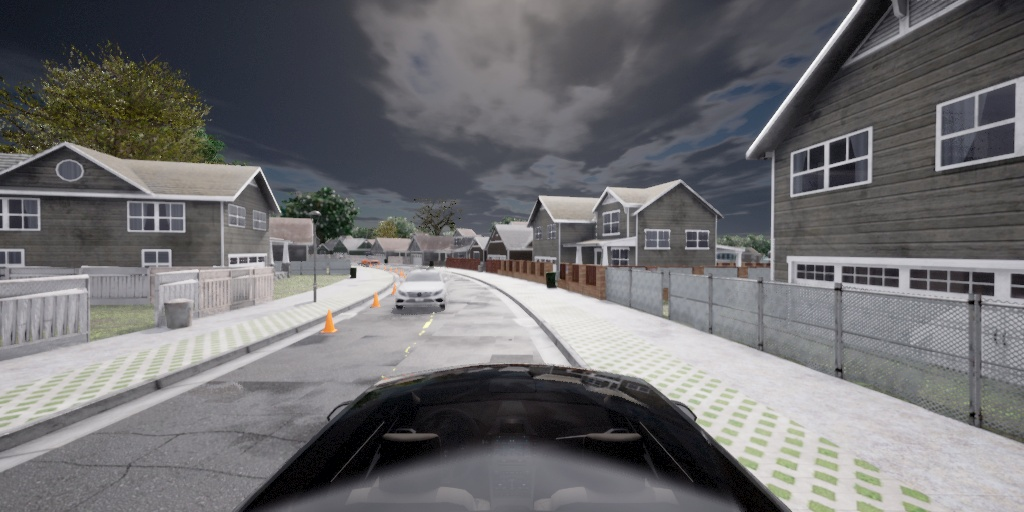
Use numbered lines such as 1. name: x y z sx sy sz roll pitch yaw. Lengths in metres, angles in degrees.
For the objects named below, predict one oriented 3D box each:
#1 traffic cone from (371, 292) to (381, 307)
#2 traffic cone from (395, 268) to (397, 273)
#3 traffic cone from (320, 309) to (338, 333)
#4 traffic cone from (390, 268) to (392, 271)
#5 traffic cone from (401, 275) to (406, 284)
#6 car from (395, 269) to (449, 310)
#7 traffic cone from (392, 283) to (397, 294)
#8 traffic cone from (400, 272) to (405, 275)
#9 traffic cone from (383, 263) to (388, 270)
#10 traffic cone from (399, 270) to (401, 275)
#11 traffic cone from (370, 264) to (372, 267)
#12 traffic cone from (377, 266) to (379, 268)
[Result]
1. traffic cone: -5.462 1.733 14.402 0.340 0.580 0.340 0 0 -8
2. traffic cone: -13.694 1.700 42.429 0.340 0.580 0.340 0 0 -24
3. traffic cone: -4.868 1.719 9.554 0.340 0.580 0.340 0 0 -6
4. traffic cone: -15.815 1.668 46.828 0.340 0.580 0.340 0 0 -27
5. traffic cone: -7.328 1.753 23.988 0.340 0.580 0.340 0 0 -14
6. car: -3.672 1.302 15.133 1.812 1.442 4.674 0 0 -9
7. traffic cone: -6.283 1.747 19.217 0.340 0.580 0.340 0 0 -11
8. traffic cone: -8.593 1.752 28.705 0.340 0.580 0.340 0 0 -16
9. traffic cone: -18.139 1.633 51.123 0.340 0.580 0.340 0 0 -30
10. traffic cone: -10.078 1.742 33.358 0.340 0.580 0.340 0 0 -19
11. traffic cone: -23.379 1.570 59.363 0.340 0.580 0.340 0 0 -35
12. traffic cone: -20.663 1.601 55.304 0.340 0.580 0.340 0 0 -32
